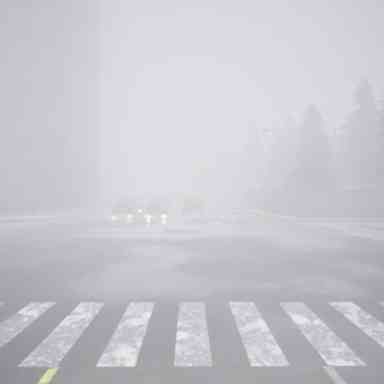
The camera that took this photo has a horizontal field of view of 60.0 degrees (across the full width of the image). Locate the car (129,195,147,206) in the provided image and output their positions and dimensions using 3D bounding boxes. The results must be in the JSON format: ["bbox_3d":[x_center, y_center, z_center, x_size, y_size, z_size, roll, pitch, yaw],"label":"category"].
[{"bbox_3d":[-8.875,1.351,54.339,2.097,1.767,4.553,0,0,-21],"label":"car"}]

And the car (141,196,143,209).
[{"bbox_3d":[-7.341,1.563,44.374,1.994,1.385,4.181,0,0,-3],"label":"car"}]

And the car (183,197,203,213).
[{"bbox_3d":[0.061,1.351,36.388,2.097,1.767,4.553,0,0,0],"label":"car"}]

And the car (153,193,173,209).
[{"bbox_3d":[-3.849,1.220,45.173,2.150,2.045,5.566,0,0,-3],"label":"car"}]

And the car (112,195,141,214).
[{"bbox_3d":[-7.148,1.351,35.735,2.097,1.767,4.553,0,0,0],"label":"car"}]

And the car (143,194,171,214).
[{"bbox_3d":[-3.646,1.351,35.609,2.097,1.767,4.553,0,0,-1],"label":"car"}]
